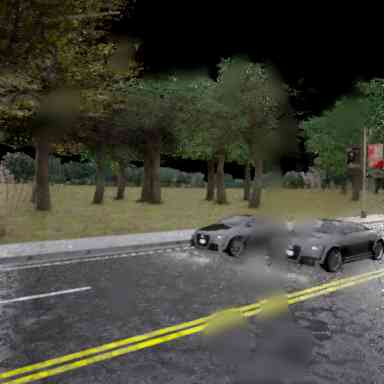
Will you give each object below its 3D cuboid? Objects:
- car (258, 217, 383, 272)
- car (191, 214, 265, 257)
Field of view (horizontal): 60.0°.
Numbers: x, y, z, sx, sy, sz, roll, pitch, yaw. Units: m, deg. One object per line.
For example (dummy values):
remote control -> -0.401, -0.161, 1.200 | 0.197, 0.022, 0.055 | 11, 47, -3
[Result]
car -> 4.449, 1.582, 10.849 | 4.181, 1.385, 1.994 | 0, 0, -35
car -> 2.011, 1.581, 13.102 | 4.181, 1.385, 1.994 | 0, 0, -35
